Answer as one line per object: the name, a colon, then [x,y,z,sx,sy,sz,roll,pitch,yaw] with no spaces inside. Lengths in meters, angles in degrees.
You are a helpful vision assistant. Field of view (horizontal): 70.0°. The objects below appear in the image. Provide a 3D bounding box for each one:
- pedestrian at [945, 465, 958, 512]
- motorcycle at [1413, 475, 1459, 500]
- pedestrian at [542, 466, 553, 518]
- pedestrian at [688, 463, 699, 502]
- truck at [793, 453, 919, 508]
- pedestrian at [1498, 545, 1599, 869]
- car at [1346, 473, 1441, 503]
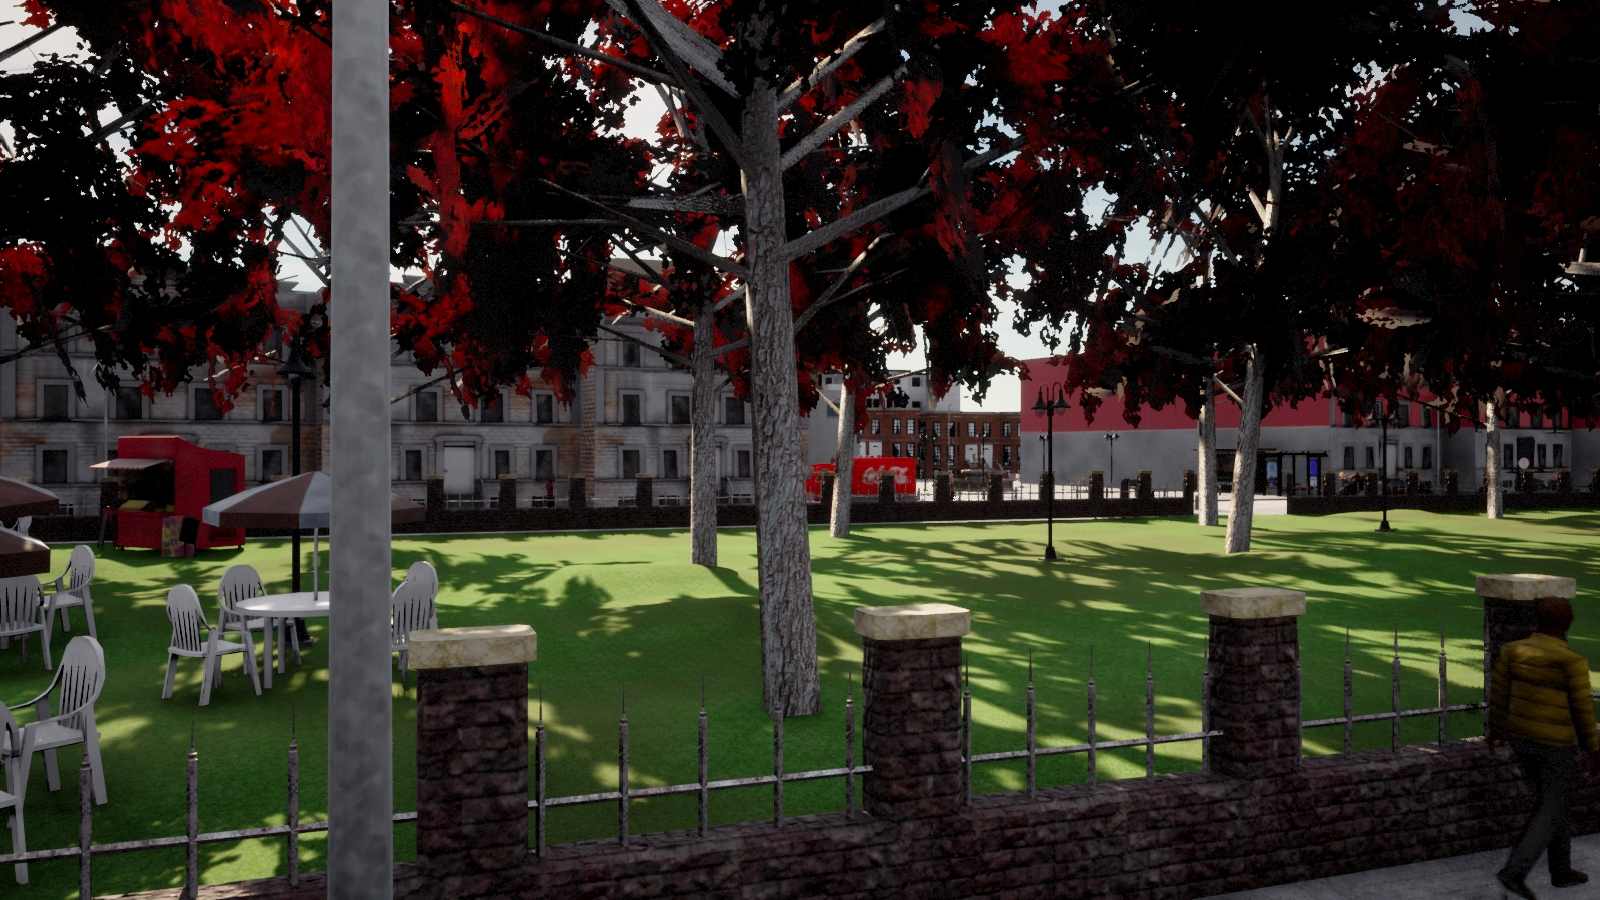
pedestrian: [6.018,1.531,45.362,0.375,1.860,0.375,0,0,-37]
motorcycle: [33.380,1.970,59.936,2.356,1.277,0.764,0,0,-20]
pedestrian: [-9.143,1.527,41.343,0.375,1.860,0.375,0,0,-16]
pedestrian: [-5.032,1.530,54.033,0.375,1.860,0.375,0,0,-39]
truck: [2.563,1.356,52.956,5.204,2.467,2.627,0,0,-20]
pedestrian: [4.548,1.528,6.937,0.375,1.860,0.375,0,0,-20]
car: [30.591,1.936,58.920,4.181,1.385,1.994,-1,0,-20]
